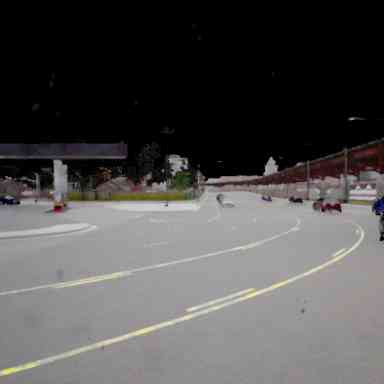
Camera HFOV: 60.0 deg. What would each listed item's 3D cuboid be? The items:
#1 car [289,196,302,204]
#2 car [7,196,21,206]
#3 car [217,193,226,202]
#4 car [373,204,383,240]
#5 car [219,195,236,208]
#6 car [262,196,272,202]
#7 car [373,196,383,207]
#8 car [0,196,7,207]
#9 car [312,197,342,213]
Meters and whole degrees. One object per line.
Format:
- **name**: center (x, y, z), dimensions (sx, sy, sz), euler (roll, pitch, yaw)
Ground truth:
- **car**: center (20.712, 1.566, 66.609), dimensions (1.837, 1.490, 4.892), euler (0, 0, 4)
- **car**: center (-32.859, 1.577, 59.002), dimensions (4.611, 1.667, 2.242), euler (0, 0, 4)
- **car**: center (6.635, 1.480, 67.512), dimensions (2.097, 1.767, 4.553), euler (0, 0, 4)
- **car**: center (10.213, 1.541, 16.321), dimensions (2.033, 1.411, 5.357), euler (0, 0, 28)
- **car**: center (5.560, 1.618, 51.230), dimensions (1.812, 1.442, 4.674), euler (0, 0, 4)
- **car**: center (17.940, 1.627, 80.152), dimensions (1.812, 1.442, 4.674), euler (0, 0, 4)
- **car**: center (18.071, 1.211, 29.482), dimensions (2.150, 2.045, 5.566), euler (0, 0, 9)
- **car**: center (-32.429, 1.723, 53.222), dimensions (3.806, 1.475, 1.970), euler (0, 0, 4)
- **car**: center (15.329, 1.370, 38.016), dimensions (2.097, 1.767, 4.553), euler (0, 0, 5)
